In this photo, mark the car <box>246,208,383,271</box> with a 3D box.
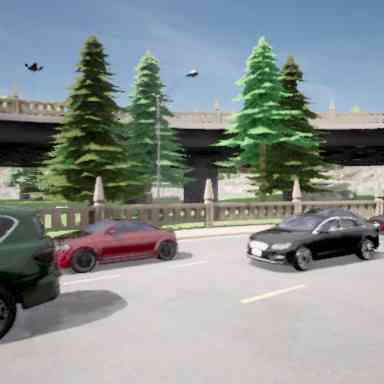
[{"bbox_3d":[3.992,1.459,10.767,4.902,1.511,2.128,0,0,-29],"label":"car"}]

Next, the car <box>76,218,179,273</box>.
[{"bbox_3d":[-2.486,1.550,10.657,4.181,1.385,1.994,0,0,-35],"label":"car"}]

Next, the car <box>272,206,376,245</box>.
[{"bbox_3d":[6.257,1.476,15.705,4.674,1.442,1.812,0,0,-25],"label":"car"}]

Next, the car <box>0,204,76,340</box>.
[{"bbox_3d":[-4.856,1.228,4.769,5.566,2.045,2.150,0,0,-35],"label":"car"}]
